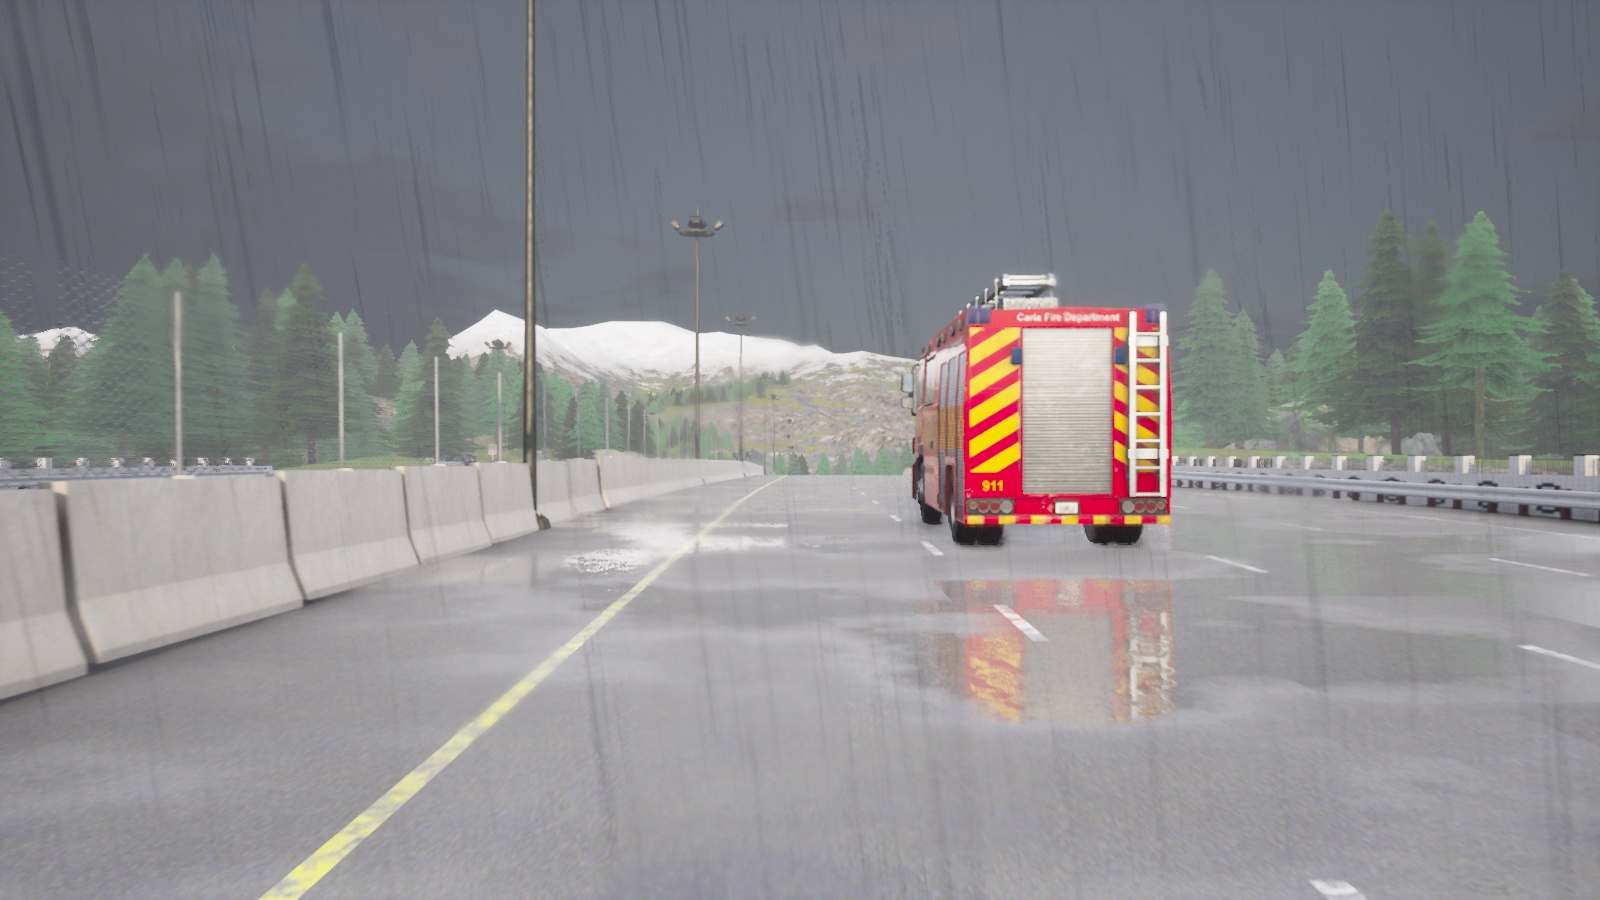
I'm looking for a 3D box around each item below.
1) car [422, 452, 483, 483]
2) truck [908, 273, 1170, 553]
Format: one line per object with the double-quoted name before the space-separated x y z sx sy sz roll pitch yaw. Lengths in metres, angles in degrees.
"car" -17.131 0.864 62.136 1.816 1.474 4.193 0 -1 0
"truck" 3.639 -0.531 21.435 2.891 3.827 8.468 0 0 0
